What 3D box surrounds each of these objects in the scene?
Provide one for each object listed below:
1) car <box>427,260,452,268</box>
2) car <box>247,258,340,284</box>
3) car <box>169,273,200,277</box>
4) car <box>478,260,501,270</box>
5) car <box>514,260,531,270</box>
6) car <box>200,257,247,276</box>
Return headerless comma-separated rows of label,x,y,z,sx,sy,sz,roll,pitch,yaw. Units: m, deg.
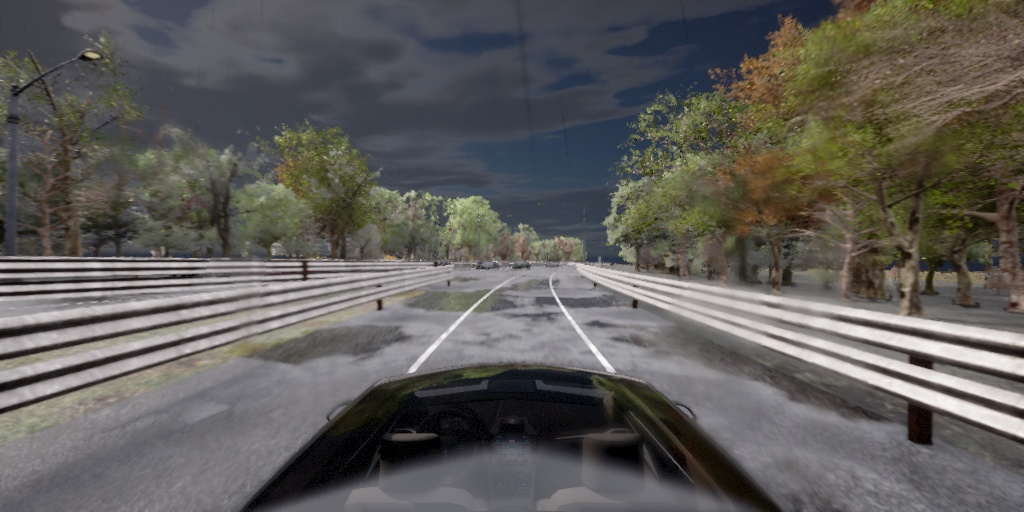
car,-9.806,1.263,49.104,2.128,1.511,4.902,0,-1,18
car,-12.041,0.886,20.567,1.812,1.442,4.674,0,-1,19
car,-18.634,0.915,22.913,1.895,1.301,4.718,0,-1,19
car,-3.332,1.528,57.449,1.994,1.385,4.181,0,-1,18
car,1.866,1.450,61.959,2.097,1.767,4.553,0,-1,18
car,-15.345,0.841,21.721,1.837,1.490,4.892,0,-1,19
